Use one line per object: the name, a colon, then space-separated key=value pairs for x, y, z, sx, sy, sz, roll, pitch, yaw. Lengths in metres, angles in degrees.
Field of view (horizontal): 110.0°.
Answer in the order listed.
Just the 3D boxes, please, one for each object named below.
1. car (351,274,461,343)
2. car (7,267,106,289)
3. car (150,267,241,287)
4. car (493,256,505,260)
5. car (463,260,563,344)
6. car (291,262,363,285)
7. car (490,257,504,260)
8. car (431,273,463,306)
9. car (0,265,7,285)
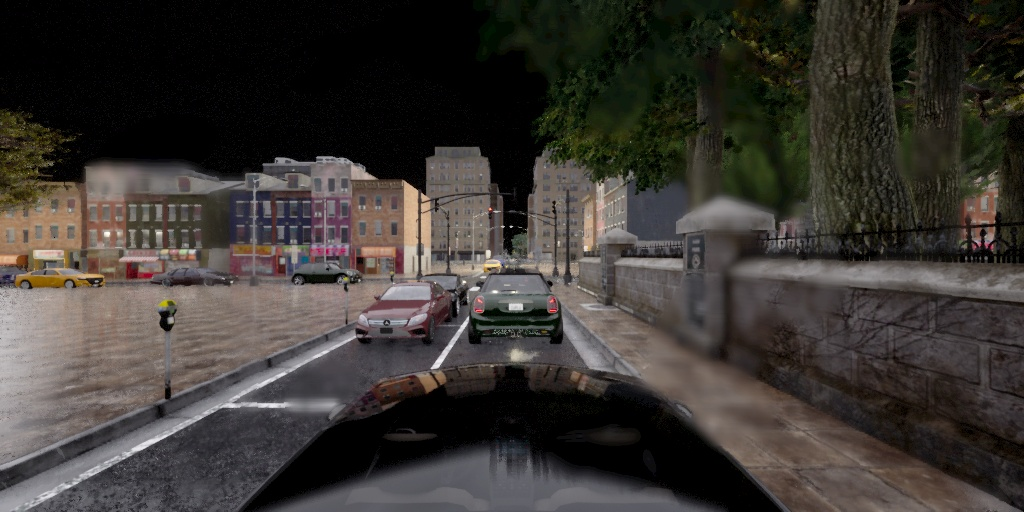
car: x=-2.638 y=1.331 z=9.625 sx=1.802 sy=1.307 sz=4.207 roll=0 pitch=0 yaw=0
car: x=-32.791 y=1.625 z=26.135 sx=5.008 sy=1.535 sz=1.882 roll=-1 pitch=0 yaw=0
car: x=-23.035 y=1.545 z=26.157 sx=5.357 sy=1.411 sz=2.033 roll=-1 pitch=0 yaw=0
car: x=-2.294 y=0.958 z=58.621 sx=2.150 sy=2.045 sz=5.566 roll=0 pitch=0 yaw=0
car: x=0.073 y=1.101 z=9.740 sx=2.097 sy=1.767 sz=4.553 roll=0 pitch=0 yaw=0
car: x=-13.391 y=1.230 z=26.196 sx=4.553 sy=1.767 sz=2.097 roll=-1 pitch=0 yaw=0
car: x=-2.288 y=1.218 z=41.925 sx=1.882 sy=1.535 sz=5.008 roll=0 pitch=0 yaw=0
car: x=-2.638 y=1.315 z=13.288 sx=1.948 sy=1.339 sz=4.313 roll=0 pitch=0 yaw=0
car: x=-42.358 y=1.674 z=29.041 sx=4.553 sy=1.767 sz=2.097 roll=-1 pitch=0 yaw=0
